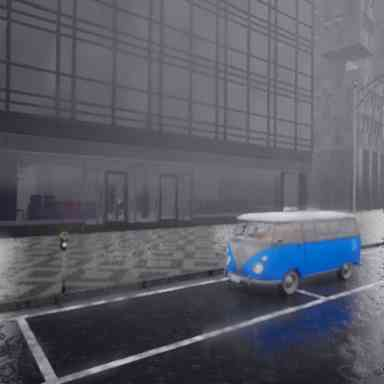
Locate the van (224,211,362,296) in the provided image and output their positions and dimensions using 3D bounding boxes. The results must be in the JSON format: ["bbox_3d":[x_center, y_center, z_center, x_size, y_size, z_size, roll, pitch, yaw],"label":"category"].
[{"bbox_3d":[2.678,1.408,8.552,3.998,1.788,1.690,1,0,-35],"label":"van"}]
